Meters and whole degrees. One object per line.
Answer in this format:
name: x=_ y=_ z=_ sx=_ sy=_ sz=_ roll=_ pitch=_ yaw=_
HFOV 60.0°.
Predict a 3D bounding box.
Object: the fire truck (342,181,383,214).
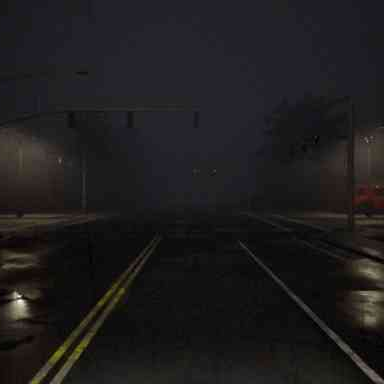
fire truck: x=22.699 y=0.654 z=39.709 sx=8.468 sy=3.827 sz=2.891 roll=0 pitch=0 yaw=1
